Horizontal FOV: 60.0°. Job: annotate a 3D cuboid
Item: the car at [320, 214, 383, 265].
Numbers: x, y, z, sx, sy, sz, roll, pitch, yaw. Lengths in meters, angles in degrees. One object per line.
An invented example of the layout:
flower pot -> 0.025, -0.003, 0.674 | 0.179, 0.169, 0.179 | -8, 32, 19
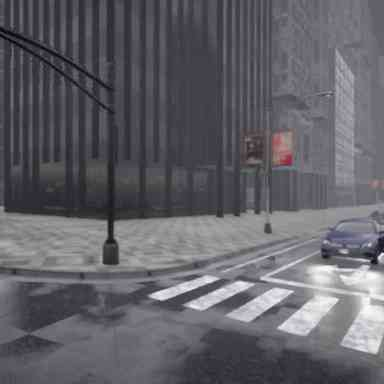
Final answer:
car -> 6.554, 1.799, 13.157 | 1.812, 1.442, 4.674 | 0, -1, 37

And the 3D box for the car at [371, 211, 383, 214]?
car -> 11.904, 1.938, 20.655 | 2.128, 1.511, 4.902 | 0, -1, 36
